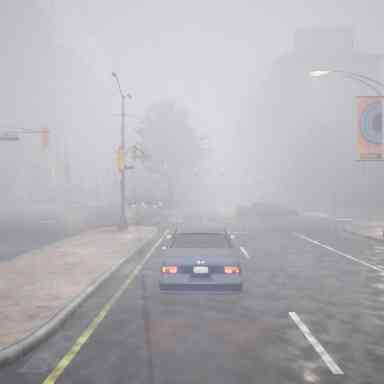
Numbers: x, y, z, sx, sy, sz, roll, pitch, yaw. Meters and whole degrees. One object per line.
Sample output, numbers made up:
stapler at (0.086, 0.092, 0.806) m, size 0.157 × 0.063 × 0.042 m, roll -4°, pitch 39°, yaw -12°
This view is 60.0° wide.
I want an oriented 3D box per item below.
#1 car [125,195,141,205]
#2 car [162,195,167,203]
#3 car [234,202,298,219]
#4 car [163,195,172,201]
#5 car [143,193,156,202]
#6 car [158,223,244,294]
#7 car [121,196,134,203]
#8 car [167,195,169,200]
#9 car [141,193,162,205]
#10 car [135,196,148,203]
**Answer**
car at (-10.515, 1.352, 57.850) m, size 2.097 × 1.767 × 4.553 m, roll 0°, pitch 0°, yaw 1°
car at (-6.799, 1.352, 66.744) m, size 2.097 × 1.767 × 4.553 m, roll 0°, pitch 0°, yaw 1°
car at (6.398, 1.547, 29.016) m, size 5.357 × 1.411 × 2.033 m, roll 0°, pitch 0°, yaw 1°
car at (-6.400, 1.478, 86.611) m, size 1.882 × 1.535 × 5.008 m, roll 0°, pitch 0°, yaw 1°
car at (-10.048, 1.225, 78.710) m, size 2.150 × 2.045 × 5.566 m, roll 0°, pitch 0°, yaw 1°
car at (0.229, 1.547, 8.920) m, size 2.033 × 1.411 × 5.357 m, roll 0°, pitch 0°, yaw 1°
car at (-13.464, 1.595, 69.814) m, size 1.895 × 1.301 × 4.718 m, roll 0°, pitch 0°, yaw 1°
car at (-6.588, 1.525, 76.518) m, size 2.128 × 1.511 × 4.902 m, roll 0°, pitch 0°, yaw 1°
car at (-7.015, 1.352, 57.972) m, size 2.097 × 1.767 × 4.553 m, roll 0°, pitch 0°, yaw 1°
car at (-10.254, 1.505, 68.025) m, size 1.837 × 1.490 × 4.892 m, roll 0°, pitch 0°, yaw 1°
